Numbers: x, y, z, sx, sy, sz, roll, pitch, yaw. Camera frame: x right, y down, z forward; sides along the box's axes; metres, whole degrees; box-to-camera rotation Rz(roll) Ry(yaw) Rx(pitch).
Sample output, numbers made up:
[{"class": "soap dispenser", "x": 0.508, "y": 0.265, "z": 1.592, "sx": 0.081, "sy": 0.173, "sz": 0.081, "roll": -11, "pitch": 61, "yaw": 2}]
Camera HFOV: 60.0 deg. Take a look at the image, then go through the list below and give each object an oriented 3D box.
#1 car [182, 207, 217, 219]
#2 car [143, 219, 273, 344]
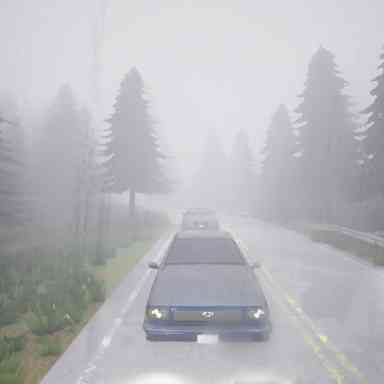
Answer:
[{"class": "car", "x": 0.400, "y": 1.584, "z": 19.139, "sx": 1.994, "sy": 1.385, "sz": 4.181, "roll": 0, "pitch": 0, "yaw": -2}, {"class": "car", "x": 0.250, "y": 1.557, "z": 7.054, "sx": 2.033, "sy": 1.411, "sz": 5.357, "roll": 0, "pitch": 0, "yaw": 1}]
